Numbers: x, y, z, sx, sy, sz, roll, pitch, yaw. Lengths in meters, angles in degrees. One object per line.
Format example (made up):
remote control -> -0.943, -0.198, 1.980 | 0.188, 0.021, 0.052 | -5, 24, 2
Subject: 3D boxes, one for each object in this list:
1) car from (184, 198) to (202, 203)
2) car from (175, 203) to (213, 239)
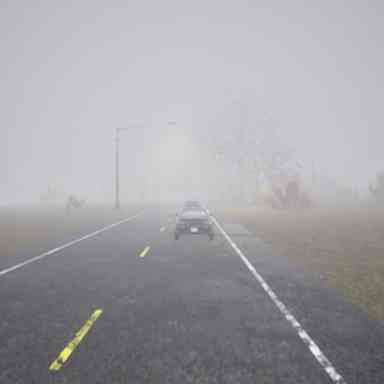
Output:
car -> 0.088, 1.464, 39.702 | 1.837, 1.490, 4.892 | 0, 0, 0
car -> 0.095, 1.506, 17.062 | 1.812, 1.442, 4.674 | 0, 0, 0
